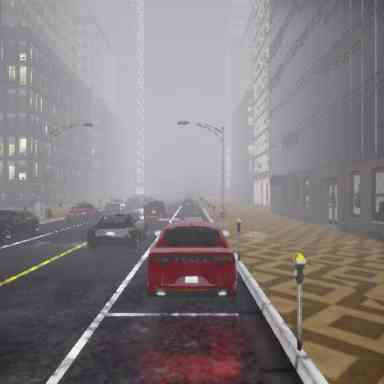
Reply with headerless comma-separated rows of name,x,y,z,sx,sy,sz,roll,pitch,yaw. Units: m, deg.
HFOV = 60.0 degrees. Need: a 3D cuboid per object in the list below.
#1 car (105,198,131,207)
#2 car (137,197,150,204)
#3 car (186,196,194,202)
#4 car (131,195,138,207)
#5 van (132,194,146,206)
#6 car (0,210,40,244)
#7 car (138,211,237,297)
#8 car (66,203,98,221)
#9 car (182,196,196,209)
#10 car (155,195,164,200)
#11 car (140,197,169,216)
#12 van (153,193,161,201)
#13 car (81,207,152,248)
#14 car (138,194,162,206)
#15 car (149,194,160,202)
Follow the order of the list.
car,-8.833,1.536,38.569,2.008,1.369,4.403,0,0,0
car,-8.832,1.550,61.338,1.802,1.307,4.206,0,0,0
car,-0.452,1.532,78.399,1.802,1.307,4.206,0,0,0
car,-8.832,1.522,49.953,1.887,1.381,4.507,0,0,0
van,-8.831,1.314,55.646,1.690,1.788,3.998,0,0,0
car,-8.833,1.563,15.800,1.947,1.339,4.313,0,0,0
car,-0.006,1.476,8.649,1.882,1.535,5.008,0,0,0
car,-8.832,1.574,27.183,1.802,1.307,4.206,0,0,0
car,-0.452,1.548,44.248,1.947,1.339,4.313,0,0,0
car,-8.832,1.503,89.799,1.947,1.339,4.313,0,0,0
car,-3.145,1.476,29.812,1.882,1.535,5.008,0,0,0
van,-8.831,1.285,84.106,1.690,1.788,3.998,0,0,0
car,-3.145,1.571,14.812,1.994,1.385,4.181,0,0,0
car,-6.146,1.500,48.812,2.128,1.511,4.902,0,0,0
car,-8.832,1.390,78.413,1.967,1.590,4.097,0,0,0
